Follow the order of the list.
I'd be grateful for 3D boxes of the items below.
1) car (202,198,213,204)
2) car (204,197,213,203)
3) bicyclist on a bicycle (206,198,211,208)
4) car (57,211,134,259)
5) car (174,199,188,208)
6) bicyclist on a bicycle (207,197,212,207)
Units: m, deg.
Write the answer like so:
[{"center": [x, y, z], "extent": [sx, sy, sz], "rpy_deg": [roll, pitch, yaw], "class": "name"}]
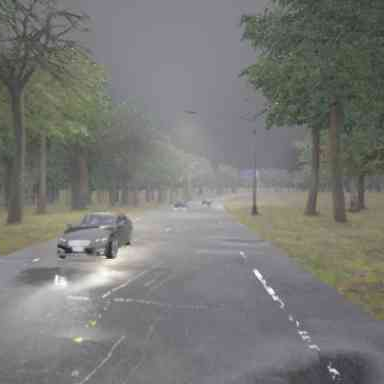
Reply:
[{"center": [3.196, 2.026, 72.130], "extent": [1.895, 1.301, 4.718], "rpy_deg": [0, 0, 5], "class": "car"}, {"center": [4.132, 2.062, 82.151], "extent": [1.994, 1.385, 4.181], "rpy_deg": [0, 0, 6], "class": "car"}, {"center": [2.388, 1.664, 47.471], "extent": [0.866, 1.612, 1.509], "rpy_deg": [0, -1, 3], "class": "bicyclist on a bicycle"}, {"center": [-3.472, 1.510, 12.723], "extent": [2.128, 1.511, 4.902], "rpy_deg": [0, 0, 1], "class": "car"}, {"center": [-1.760, 1.815, 53.850], "extent": [2.033, 1.411, 5.357], "rpy_deg": [0, 0, 4], "class": "car"}, {"center": [2.925, 1.732, 56.153], "extent": [0.866, 1.612, 1.509], "rpy_deg": [0, -1, 4], "class": "bicyclist on a bicycle"}]
